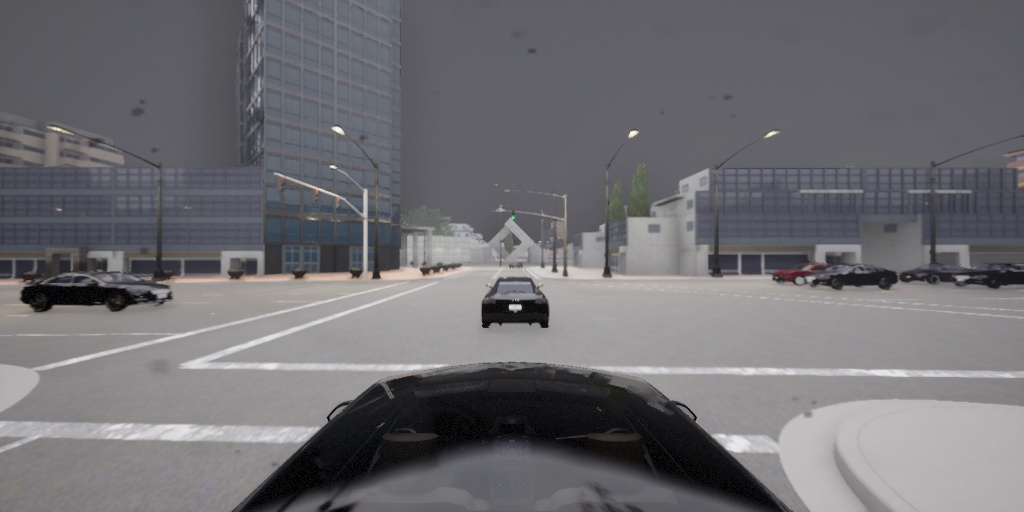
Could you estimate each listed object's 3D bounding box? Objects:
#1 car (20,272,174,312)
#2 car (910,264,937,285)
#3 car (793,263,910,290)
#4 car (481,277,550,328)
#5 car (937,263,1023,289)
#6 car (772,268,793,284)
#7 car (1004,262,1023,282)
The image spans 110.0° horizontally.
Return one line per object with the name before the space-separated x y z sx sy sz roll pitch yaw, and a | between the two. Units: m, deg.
car | -16.669 1.398 14.564 4.902 1.511 2.128 -1 0 0
car | 30.322 1.275 25.646 4.181 1.385 1.994 -1 0 0
car | 20.735 1.266 22.066 4.902 1.511 2.128 0 0 0
car | 0.092 1.361 11.691 1.994 1.385 4.181 0 0 0
car | 30.156 1.193 22.145 4.902 1.511 2.128 -1 0 0
car | 21.345 1.264 25.579 5.008 1.535 1.882 0 0 0
car | 38.728 1.115 25.710 4.181 1.385 1.994 -1 0 0
